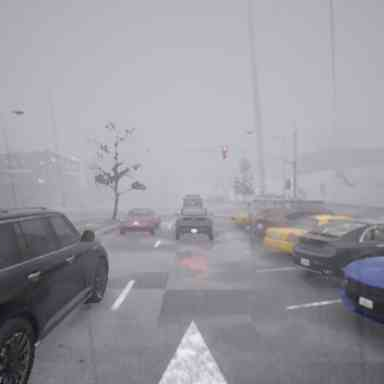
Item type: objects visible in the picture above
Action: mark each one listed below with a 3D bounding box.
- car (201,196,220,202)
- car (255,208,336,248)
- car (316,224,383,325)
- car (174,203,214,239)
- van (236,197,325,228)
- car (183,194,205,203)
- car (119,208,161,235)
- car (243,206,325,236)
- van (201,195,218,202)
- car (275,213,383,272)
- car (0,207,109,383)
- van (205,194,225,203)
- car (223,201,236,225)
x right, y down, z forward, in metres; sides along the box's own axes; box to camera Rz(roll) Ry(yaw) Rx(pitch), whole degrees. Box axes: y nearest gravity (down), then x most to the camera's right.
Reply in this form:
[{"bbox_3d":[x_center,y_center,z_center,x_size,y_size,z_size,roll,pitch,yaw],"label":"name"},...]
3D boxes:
[{"bbox_3d":[5.112,1.935,91.138,4.553,1.767,2.185,1,-1,-20],"label":"car"},{"bbox_3d":[5.245,1.502,12.100,5.366,1.575,1.946,1,0,-20],"label":"car"},{"bbox_3d":[5.077,1.493,6.067,5.008,1.535,2.097,1,0,-20],"label":"car"},{"bbox_3d":[0.101,1.530,17.582,1.837,1.490,4.892,0,0,0],"label":"car"},{"bbox_3d":[4.966,1.290,17.957,4.442,1.987,1.878,1,0,-20],"label":"van"},{"bbox_3d":[0.101,1.291,38.165,2.150,2.045,5.566,0,0,0],"label":"car"},{"bbox_3d":[-2.897,1.594,19.231,1.994,1.385,4.181,0,0,0],"label":"car"},{"bbox_3d":[5.098,1.540,15.029,4.792,1.488,2.163,1,0,-20],"label":"car"},{"bbox_3d":[4.976,1.909,94.066,4.442,1.987,1.878,1,-1,-20],"label":"van"},{"bbox_3d":[5.065,1.499,9.052,4.892,1.521,2.231,1,0,-20],"label":"car"},{"bbox_3d":[-2.896,1.223,4.982,2.150,2.045,5.566,0,0,0],"label":"car"},{"bbox_3d":[4.972,1.367,73.225,4.442,1.987,1.878,1,-1,-20],"label":"van"},{"bbox_3d":[4.900,1.520,20.915,5.366,1.575,1.946,1,0,-20],"label":"car"}]
